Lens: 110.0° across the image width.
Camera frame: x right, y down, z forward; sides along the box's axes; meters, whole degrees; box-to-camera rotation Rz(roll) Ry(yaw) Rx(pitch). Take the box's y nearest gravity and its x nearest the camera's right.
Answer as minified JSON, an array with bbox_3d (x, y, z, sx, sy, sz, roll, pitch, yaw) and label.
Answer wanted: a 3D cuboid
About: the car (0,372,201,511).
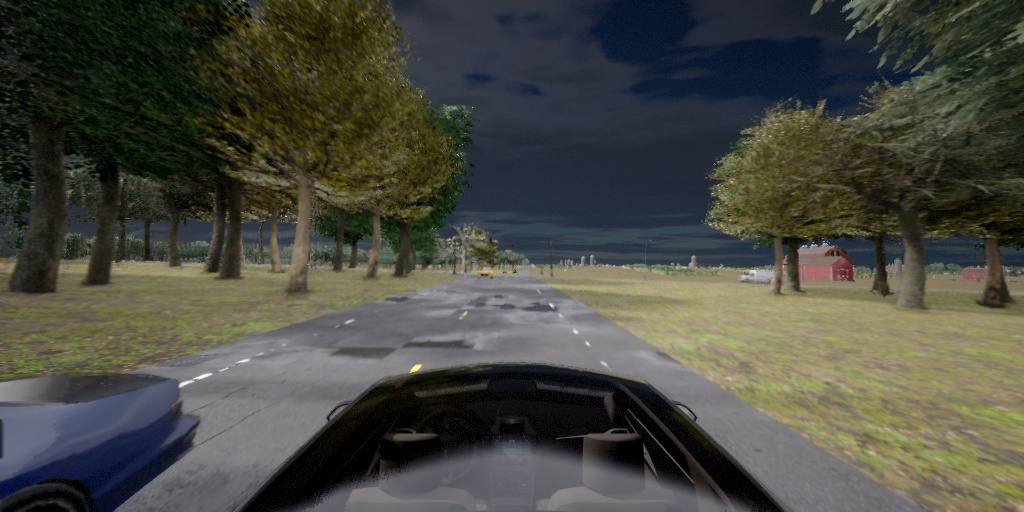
[{"bbox_3d":[-3.600,1.287,0.645,2.033,1.411,5.357,0,-1,0],"label":"car"}]

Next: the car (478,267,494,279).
[{"bbox_3d":[-3.497,2.253,48.130,1.882,1.535,5.008,0,-2,0],"label":"car"}]
